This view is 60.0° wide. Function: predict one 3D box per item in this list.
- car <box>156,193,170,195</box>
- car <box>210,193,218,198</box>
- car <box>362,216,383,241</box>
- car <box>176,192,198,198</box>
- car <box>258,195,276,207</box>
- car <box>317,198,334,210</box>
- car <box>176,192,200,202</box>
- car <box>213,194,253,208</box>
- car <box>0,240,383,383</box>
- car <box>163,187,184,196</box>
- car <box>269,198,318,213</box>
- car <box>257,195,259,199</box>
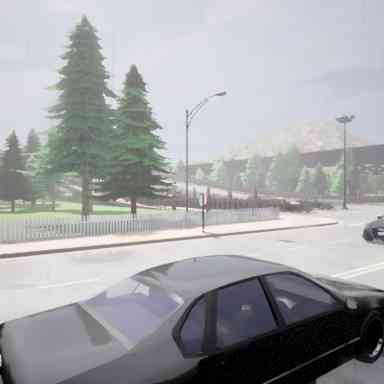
[{"bbox_3d":[-6.611,0.283,60.092,1.837,1.490,4.892,0,6,-37],"label":"car"},{"bbox_3d":[5.468,1.332,49.834,2.128,1.511,4.902,0,2,-37],"label":"car"},{"bbox_3d":[9.559,1.564,15.025,4.181,1.385,1.994,0,0,-35],"label":"car"},{"bbox_3d":[-0.534,1.154,51.975,1.994,1.385,4.181,0,3,-37],"label":"car"},{"bbox_3d":[11.297,1.469,42.158,1.882,1.535,5.008,0,0,-37],"label":"car"},{"bbox_3d":[15.573,1.485,42.315,2.128,1.511,4.902,0,0,-37],"label":"car"},{"bbox_3d":[-0.717,0.812,58.042,1.994,1.385,4.181,0,5,-37],"label":"car"},{"bbox_3d":[5.484,1.453,44.024,2.128,1.511,4.902,0,1,-37],"label":"car"},{"bbox_3d":[0.533,1.547,4.125,5.357,1.411,2.033,0,0,-35],"label":"car"},{"bbox_3d":[-3.840,-0.149,68.133,1.895,1.301,4.718,0,7,-37],"label":"car"},{"bbox_3d":[10.990,1.600,36.709,1.895,1.301,4.718,0,0,-36],"label":"car"},{"bbox_3d":[10.094,1.282,49.529,2.097,1.767,4.553,0,1,-37],"label":"car"}]
